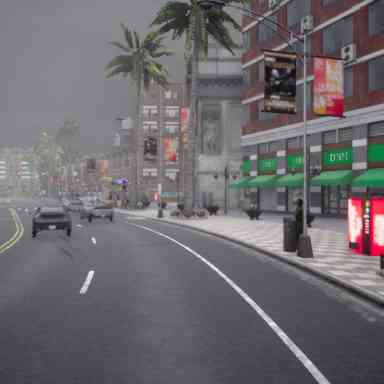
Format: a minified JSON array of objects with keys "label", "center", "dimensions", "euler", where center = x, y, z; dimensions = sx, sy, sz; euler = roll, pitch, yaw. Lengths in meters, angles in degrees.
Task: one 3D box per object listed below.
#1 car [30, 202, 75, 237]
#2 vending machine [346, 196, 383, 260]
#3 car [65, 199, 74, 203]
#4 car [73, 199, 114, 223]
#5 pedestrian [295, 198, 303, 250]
[{"label":"car","center":[-7.766,1.501,18.395],"dimensions":[1.837,1.490,4.892],"euler":[0,-1,-23]},{"label":"vending machine","center":[6.073,1.195,11.452],"dimensions":[1.100,2.100,0.880],"euler":[0,0,-12]},{"label":"car","center":[-12.145,1.491,34.049],"dimensions":[2.128,1.511,4.902],"euler":[0,0,-28]},{"label":"car","center":[-7.488,1.489,25.845],"dimensions":[2.128,1.511,4.902],"euler":[0,0,-29]},{"label":"pedestrian","center":[3.817,1.141,11.769],"dimensions":[0.375,1.860,0.375],"euler":[0,0,-13]}]
